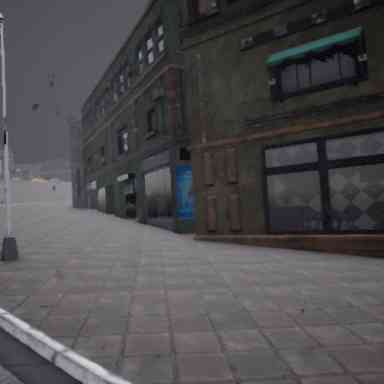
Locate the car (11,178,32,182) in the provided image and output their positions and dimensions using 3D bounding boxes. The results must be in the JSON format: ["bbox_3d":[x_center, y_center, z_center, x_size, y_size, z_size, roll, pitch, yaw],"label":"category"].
[{"bbox_3d":[-43.503,-2.817,83.425,2.002,1.452,4.674,-5,-3,32],"label":"car"}]

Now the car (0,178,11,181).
[{"bbox_3d":[-46.492,-2.879,78.751,2.231,1.521,4.892,-5,-3,33],"label":"car"}]
